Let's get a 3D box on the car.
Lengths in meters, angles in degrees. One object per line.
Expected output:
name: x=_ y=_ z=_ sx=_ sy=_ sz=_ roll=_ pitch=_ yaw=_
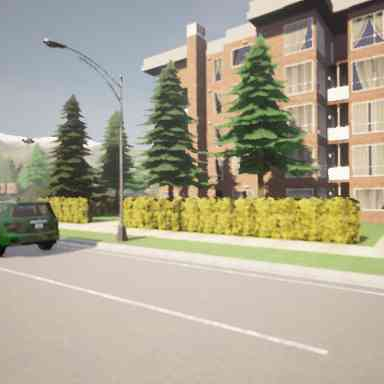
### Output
car: x=-7.758 y=1.348 z=13.698 sx=5.566 sy=2.045 sz=2.150 roll=0 pitch=0 yaw=36
